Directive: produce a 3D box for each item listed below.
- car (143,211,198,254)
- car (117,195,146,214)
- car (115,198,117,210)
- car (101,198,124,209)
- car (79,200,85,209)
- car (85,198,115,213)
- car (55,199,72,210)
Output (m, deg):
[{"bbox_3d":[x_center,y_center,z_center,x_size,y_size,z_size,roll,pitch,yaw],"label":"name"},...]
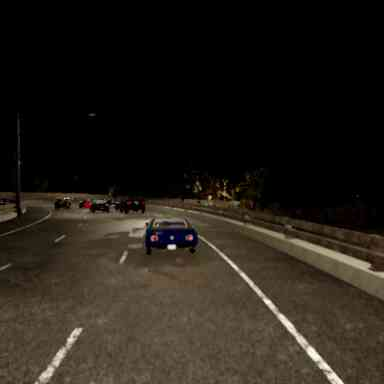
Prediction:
[{"bbox_3d":[-0.977,1.637,13.766,1.895,1.301,4.718,0,0,-7],"label":"car"},{"bbox_3d":[-6.828,1.355,38.037,2.150,2.045,5.566,0,0,-21],"label":"car"},{"bbox_3d":[-8.600,1.720,42.795,1.994,1.385,4.181,0,0,-24],"label":"car"},{"bbox_3d":[-12.082,1.691,50.443,2.128,1.511,4.902,0,0,-29],"label":"car"},{"bbox_3d":[-15.341,1.784,49.122,1.994,1.385,4.181,0,0,-29],"label":"car"},{"bbox_3d":[-10.933,1.657,39.207,2.128,1.511,4.902,0,0,-23],"label":"car"},{"bbox_3d":[-18.398,1.732,47.396,2.128,1.511,4.902,0,0,-29],"label":"car"}]
